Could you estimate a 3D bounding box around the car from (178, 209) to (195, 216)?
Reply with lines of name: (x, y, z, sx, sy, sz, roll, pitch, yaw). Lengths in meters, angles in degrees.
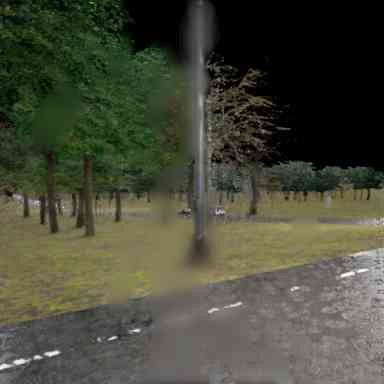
car: (-1.209, 4.343, 72.022, 1.812, 1.442, 4.674, -1, -1, -34)

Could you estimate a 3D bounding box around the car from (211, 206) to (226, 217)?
car: (4.143, 3.809, 64.222, 2.150, 2.045, 5.566, -1, -2, -34)
